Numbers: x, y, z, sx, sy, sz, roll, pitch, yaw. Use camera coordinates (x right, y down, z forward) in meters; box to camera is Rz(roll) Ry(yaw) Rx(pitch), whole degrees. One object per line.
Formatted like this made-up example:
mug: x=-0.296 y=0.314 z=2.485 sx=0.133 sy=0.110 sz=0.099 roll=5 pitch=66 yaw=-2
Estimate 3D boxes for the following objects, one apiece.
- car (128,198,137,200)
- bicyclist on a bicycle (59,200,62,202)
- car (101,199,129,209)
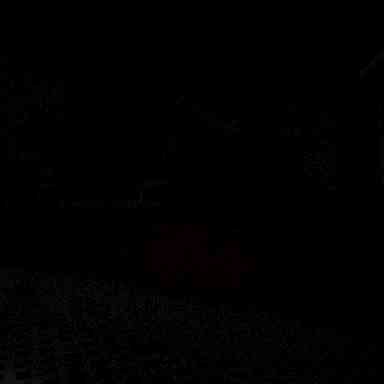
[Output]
car: x=-8.700 y=1.846 z=42.002 sx=2.150 sy=2.045 sz=5.566 roll=-3 pitch=-2 yaw=22
bicyclist on a bicycle: x=-9.495 y=1.379 z=24.377 sx=1.656 sy=1.620 sz=0.582 roll=-3 pitch=-2 yaw=22
car: x=-8.708 y=1.844 z=34.116 sx=1.882 sy=1.535 sz=5.008 roll=-3 pitch=-2 yaw=22
